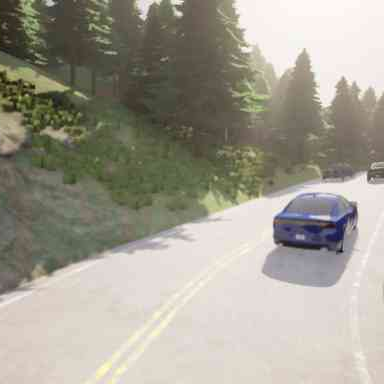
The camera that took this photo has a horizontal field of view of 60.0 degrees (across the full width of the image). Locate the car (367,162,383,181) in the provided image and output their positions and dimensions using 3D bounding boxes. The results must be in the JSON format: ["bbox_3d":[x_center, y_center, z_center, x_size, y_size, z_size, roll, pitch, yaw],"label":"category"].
[{"bbox_3d":[16.596,-1.814,28.867,1.837,1.490,4.892,2,8,39],"label":"car"}]

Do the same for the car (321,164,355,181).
[{"bbox_3d":[13.497,-1.872,30.618,1.895,1.301,4.718,3,8,39],"label":"car"}]

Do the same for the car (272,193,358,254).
[{"bbox_3d":[4.179,0.754,10.881,1.882,1.535,5.008,2,8,32],"label":"car"}]
